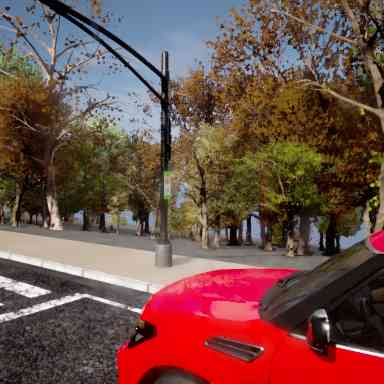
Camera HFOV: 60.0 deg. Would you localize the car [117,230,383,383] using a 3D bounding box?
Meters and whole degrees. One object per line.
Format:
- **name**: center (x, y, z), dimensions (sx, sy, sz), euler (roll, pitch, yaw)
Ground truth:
- **car**: center (1.997, 1.222, 2.289), dimensions (5.566, 2.045, 2.150), euler (0, 0, 34)
